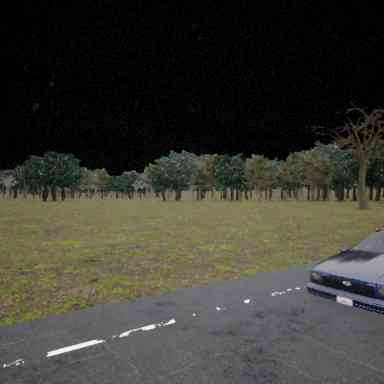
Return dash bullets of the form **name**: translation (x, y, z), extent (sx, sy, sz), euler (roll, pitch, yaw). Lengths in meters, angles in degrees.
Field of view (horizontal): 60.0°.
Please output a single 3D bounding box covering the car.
- **car**: translation (4.882, 1.545, 7.454), extent (5.357, 1.411, 2.033), euler (0, 0, -35)
